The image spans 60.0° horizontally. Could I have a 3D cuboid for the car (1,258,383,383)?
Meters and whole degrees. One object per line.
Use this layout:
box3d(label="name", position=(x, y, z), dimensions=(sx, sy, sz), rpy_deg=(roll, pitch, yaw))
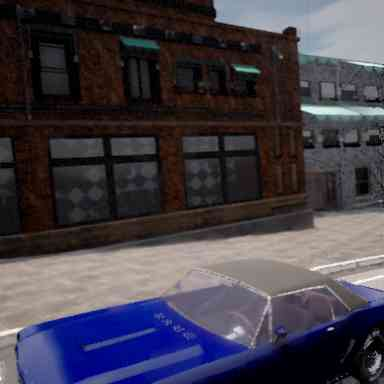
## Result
box3d(label="car", position=(0.494, 1.580, 3.870), dimensions=(4.718, 1.301, 1.895), rpy_deg=(0, 0, -33))
